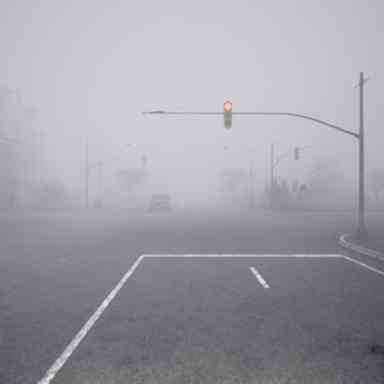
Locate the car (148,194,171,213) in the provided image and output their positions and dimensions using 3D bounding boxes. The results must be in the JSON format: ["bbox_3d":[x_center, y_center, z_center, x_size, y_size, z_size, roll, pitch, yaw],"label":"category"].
[{"bbox_3d":[-3.449,1.205,36.544,2.150,2.045,5.566,0,0,0],"label":"car"}]
